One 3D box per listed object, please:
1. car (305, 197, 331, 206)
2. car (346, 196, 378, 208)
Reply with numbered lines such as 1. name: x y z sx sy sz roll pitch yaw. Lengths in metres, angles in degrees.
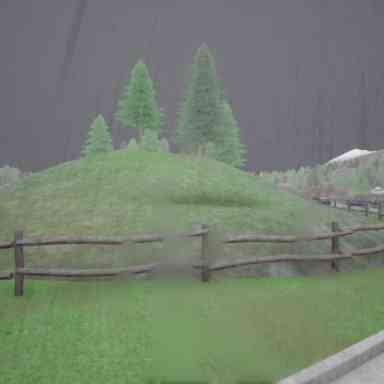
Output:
1. car: 20.061 1.505 53.074 1.837 1.490 4.892 0 0 -15
2. car: 24.825 1.352 48.726 2.097 1.767 4.553 0 0 -16
